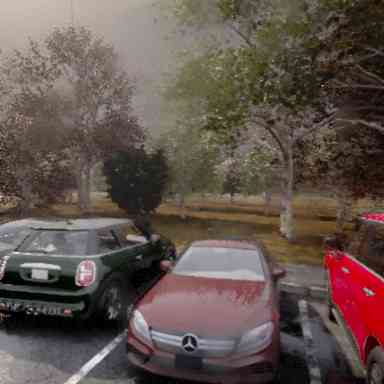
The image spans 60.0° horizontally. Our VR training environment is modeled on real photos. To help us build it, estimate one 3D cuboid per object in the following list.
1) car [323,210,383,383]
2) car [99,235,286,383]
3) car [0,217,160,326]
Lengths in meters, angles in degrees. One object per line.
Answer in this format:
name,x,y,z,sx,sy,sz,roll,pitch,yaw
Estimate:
car,2.994,1.235,4.007,2.435,2.045,5.566,0,-1,15
car,0.564,1.524,5.689,2.002,1.452,4.674,1,-1,15
car,-1.886,1.356,7.362,2.185,1.767,4.553,0,-1,15
